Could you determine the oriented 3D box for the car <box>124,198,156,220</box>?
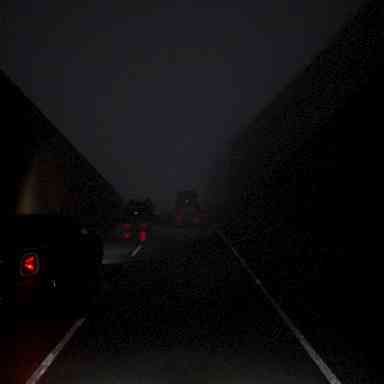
[{"bbox_3d":[-3.853,1.212,25.126,2.128,1.511,4.902,0,1,-1],"label":"car"}]

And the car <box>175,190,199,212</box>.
[{"bbox_3d":[-0.476,0.862,32.655,2.150,2.045,5.566,0,0,-1],"label":"car"}]

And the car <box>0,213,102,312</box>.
[{"bbox_3d":[-3.567,1.263,7.666,2.097,1.767,4.553,0,1,-1],"label":"car"}]
